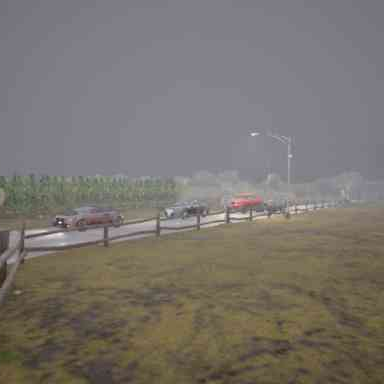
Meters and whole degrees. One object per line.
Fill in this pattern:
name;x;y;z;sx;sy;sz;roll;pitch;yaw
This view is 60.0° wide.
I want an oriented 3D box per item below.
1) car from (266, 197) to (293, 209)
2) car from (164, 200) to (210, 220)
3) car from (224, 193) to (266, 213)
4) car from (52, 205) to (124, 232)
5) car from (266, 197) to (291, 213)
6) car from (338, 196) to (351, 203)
car;12.022;1.426;45.534;1.837;1.490;4.892;2;1;36
car;-0.371;1.426;28.158;2.128;1.511;4.902;2;1;35
car;5.711;1.147;36.701;2.150;2.045;5.566;2;1;36
car;-6.149;1.510;20.039;1.994;1.385;4.181;2;1;35
car;9.020;1.510;36.301;1.837;1.490;4.892;2;1;35
car;30.955;1.608;67.383;2.128;1.511;4.902;2;1;35
